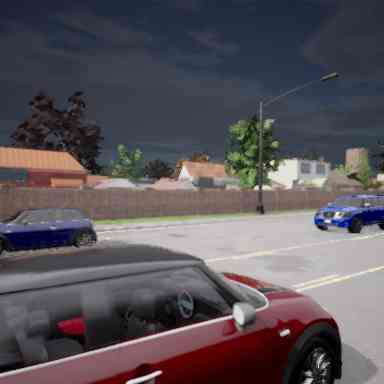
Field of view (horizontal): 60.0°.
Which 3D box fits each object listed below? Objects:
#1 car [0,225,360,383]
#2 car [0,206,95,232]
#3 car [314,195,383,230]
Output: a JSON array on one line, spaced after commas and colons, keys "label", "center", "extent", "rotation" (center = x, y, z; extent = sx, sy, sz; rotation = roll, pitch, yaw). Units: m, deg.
[{"label": "car", "center": [-0.461, 1.356, 3.429], "extent": [4.553, 1.767, 2.097], "rotation": [0, 0, -35]}, {"label": "car", "center": [-6.014, 1.360, 12.597], "extent": [4.553, 1.767, 2.097], "rotation": [0, 0, -35]}, {"label": "car", "center": [9.482, 1.196, 19.334], "extent": [5.566, 2.045, 2.150], "rotation": [0, 0, -35]}]
